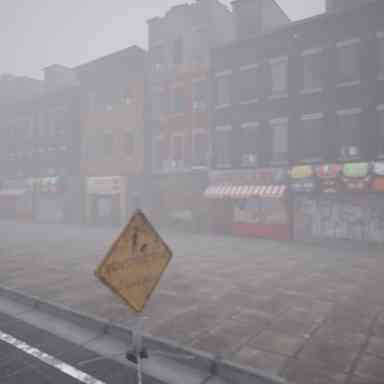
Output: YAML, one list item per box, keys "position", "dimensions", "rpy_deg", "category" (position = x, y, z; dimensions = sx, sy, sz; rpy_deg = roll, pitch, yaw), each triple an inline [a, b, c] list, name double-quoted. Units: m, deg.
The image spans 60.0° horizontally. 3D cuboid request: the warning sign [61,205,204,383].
- position: [-0.668, 1.119, 4.001]
  dimensions: [1.060, 1.860, 1.300]
  rpy_deg: [0, 0, 35]
  category: "warning sign"
